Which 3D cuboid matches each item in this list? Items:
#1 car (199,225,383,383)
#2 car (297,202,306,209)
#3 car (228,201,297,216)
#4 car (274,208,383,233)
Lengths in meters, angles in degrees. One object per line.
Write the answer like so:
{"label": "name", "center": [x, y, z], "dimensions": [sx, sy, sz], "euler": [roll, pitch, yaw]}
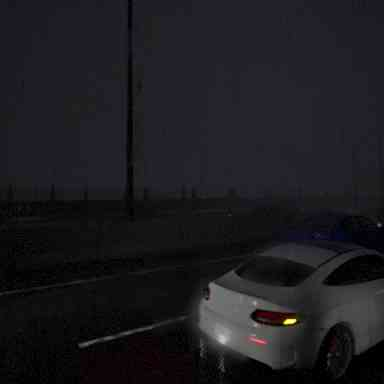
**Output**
{"label": "car", "center": [2.247, 1.522, 5.350], "dimensions": [4.674, 1.442, 1.812], "euler": [0, 0, -35]}
{"label": "car", "center": [9.263, 1.546, 32.367], "dimensions": [4.181, 1.385, 1.994], "euler": [0, 0, -37]}
{"label": "car", "center": [5.142, 1.534, 24.941], "dimensions": [5.357, 1.411, 2.033], "euler": [0, 0, -36]}
{"label": "car", "center": [5.435, 1.470, 11.936], "dimensions": [5.008, 1.535, 1.882], "euler": [0, 0, -36]}
